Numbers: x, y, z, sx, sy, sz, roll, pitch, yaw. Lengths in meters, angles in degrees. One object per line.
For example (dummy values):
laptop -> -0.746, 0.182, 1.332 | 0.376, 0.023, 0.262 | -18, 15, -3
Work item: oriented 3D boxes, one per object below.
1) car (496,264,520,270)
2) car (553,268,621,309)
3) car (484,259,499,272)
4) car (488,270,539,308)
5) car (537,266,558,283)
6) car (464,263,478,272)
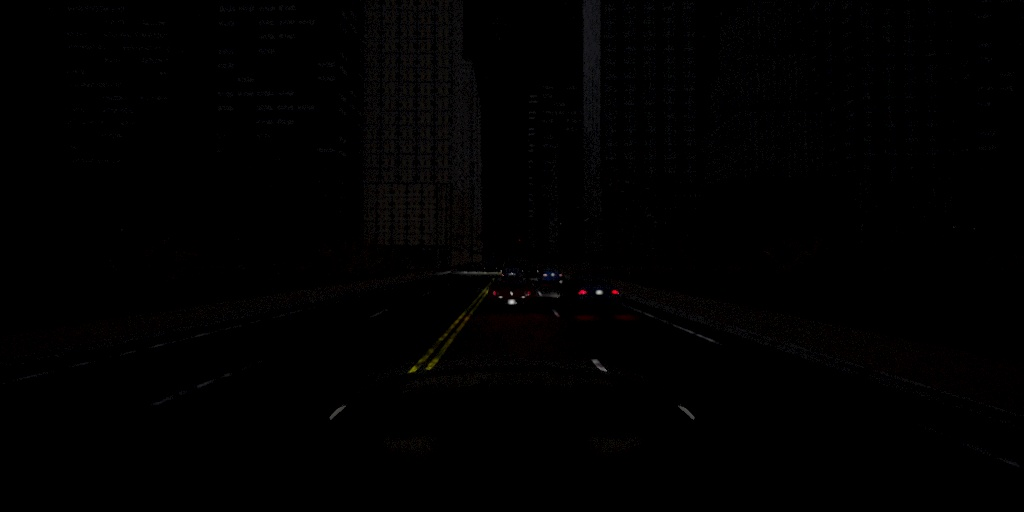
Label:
car -> -0.015, 1.561, 30.837 | 2.033, 1.411, 5.357 | 0, 0, 0
car -> 3.243, 1.428, 15.838 | 2.033, 1.411, 5.357 | 0, 0, 0
car -> -3.280, 1.439, 57.587 | 2.150, 2.045, 5.566 | 0, -1, 0
car -> -0.006, 1.483, 15.954 | 1.895, 1.301, 4.718 | 0, 0, 0
car -> 3.235, 1.561, 30.839 | 2.033, 1.411, 5.357 | 0, 0, 0
car -> -6.530, 1.781, 57.619 | 2.033, 1.411, 5.357 | 0, 0, 0
